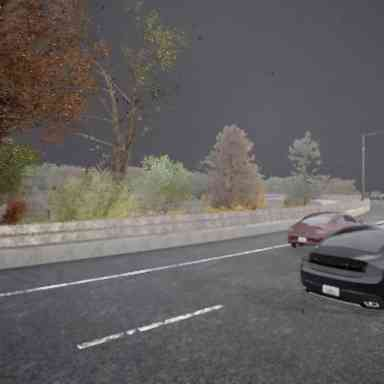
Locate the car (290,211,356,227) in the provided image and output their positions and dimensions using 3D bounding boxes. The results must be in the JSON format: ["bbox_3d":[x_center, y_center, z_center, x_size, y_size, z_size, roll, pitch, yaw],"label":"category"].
[{"bbox_3d":[5.597,1.502,13.250,4.674,1.442,1.812,0,0,-42],"label":"car"}]

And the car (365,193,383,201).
[{"bbox_3d":[38.015,0.999,70.326,2.097,1.767,4.553,0,0,9],"label":"car"}]

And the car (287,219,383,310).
[{"bbox_3d":[4.358,1.486,7.405,4.892,1.490,1.837,0,0,-38],"label":"car"}]
